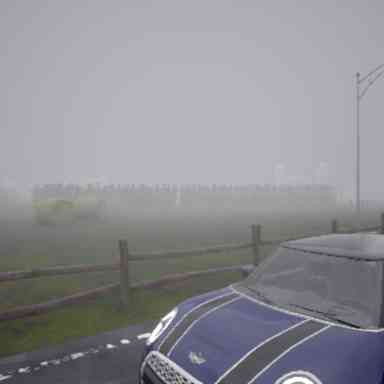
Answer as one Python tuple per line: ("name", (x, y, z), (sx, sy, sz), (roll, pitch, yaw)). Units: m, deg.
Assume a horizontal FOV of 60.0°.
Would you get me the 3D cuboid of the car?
("car", (1.685, 1.351, 3.842), (4.553, 1.767, 2.097), (0, 0, -36))
